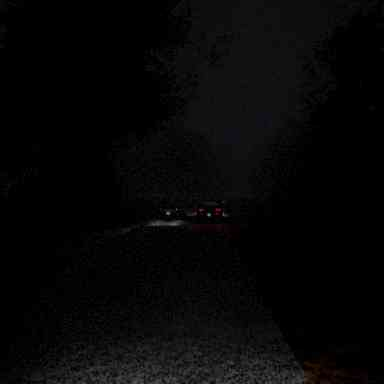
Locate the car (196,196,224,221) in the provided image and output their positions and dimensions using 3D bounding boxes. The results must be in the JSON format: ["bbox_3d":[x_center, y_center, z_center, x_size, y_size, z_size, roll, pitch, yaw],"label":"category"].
[{"bbox_3d":[1.313,1.273,24.351,1.812,1.442,4.674,0,2,4],"label":"car"}]

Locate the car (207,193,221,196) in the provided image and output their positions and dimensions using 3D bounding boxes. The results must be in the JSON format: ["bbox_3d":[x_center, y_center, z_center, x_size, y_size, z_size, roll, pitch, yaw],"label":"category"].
[{"bbox_3d":[2.684,0.857,40.550,1.994,1.385,4.181,0,2,5],"label":"car"}]

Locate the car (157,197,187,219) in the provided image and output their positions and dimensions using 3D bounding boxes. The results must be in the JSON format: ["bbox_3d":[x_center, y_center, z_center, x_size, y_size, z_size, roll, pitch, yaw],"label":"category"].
[{"bbox_3d":[-1.455,1.176,25.822,2.128,1.511,4.902,2,2,5],"label":"car"}]
